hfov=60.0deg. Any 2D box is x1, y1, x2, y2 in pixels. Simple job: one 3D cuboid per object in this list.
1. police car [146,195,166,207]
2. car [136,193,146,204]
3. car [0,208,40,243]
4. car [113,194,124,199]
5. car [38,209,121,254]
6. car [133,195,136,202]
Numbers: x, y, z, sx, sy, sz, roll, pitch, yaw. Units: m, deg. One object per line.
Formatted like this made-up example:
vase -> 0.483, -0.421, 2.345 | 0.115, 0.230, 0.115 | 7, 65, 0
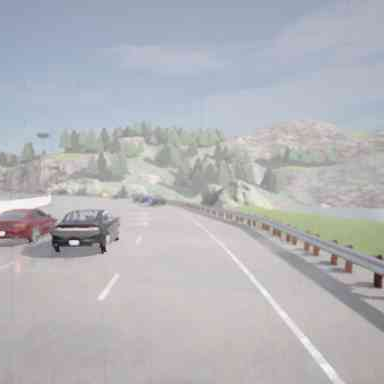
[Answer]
police car -> -4.990, 1.187, 47.449 | 1.930, 1.638, 5.238 | 0, 0, -14
car -> -7.945, 1.192, 57.862 | 1.882, 1.535, 5.008 | 0, 0, -17
car -> -7.703, 1.463, 15.415 | 1.812, 1.442, 4.674 | 0, 0, -5
car -> -18.122, 1.077, 81.525 | 1.895, 1.301, 4.718 | 0, 0, -25
car -> -4.020, 1.431, 13.277 | 2.128, 1.511, 4.902 | 0, 0, -4
car -> -10.004, 1.037, 64.059 | 2.097, 1.767, 4.553 | 0, 0, -19
